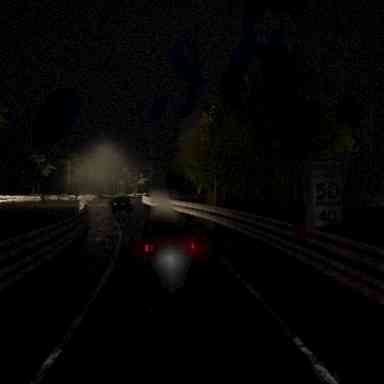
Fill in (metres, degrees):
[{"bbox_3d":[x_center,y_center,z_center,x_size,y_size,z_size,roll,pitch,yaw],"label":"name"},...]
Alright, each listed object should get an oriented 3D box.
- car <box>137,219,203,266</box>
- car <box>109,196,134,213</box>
[{"bbox_3d":[-0.924,1.583,11.540,1.895,1.301,4.718,0,0,-8],"label":"car"},{"bbox_3d":[-7.523,1.234,35.007,2.097,1.767,4.553,0,0,-20],"label":"car"}]
